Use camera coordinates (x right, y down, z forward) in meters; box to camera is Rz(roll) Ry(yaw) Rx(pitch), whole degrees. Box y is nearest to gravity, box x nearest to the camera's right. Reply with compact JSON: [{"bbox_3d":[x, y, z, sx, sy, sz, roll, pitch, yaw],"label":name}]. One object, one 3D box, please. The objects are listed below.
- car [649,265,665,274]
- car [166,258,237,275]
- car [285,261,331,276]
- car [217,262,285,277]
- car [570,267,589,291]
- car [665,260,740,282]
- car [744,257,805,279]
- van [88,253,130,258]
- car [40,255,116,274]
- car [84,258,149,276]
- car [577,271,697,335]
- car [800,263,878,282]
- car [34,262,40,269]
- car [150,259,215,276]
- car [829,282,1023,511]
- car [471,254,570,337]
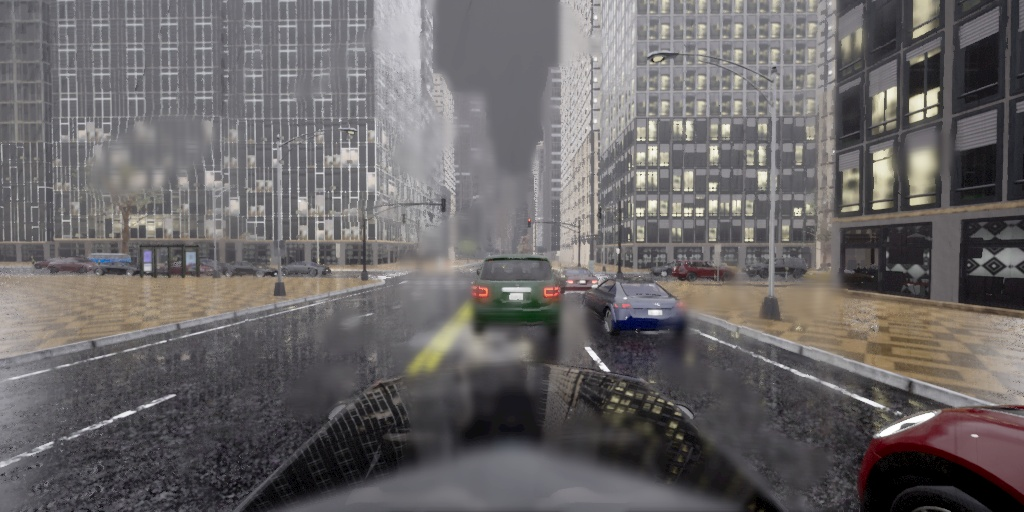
[{"bbox_3d":[16.483,1.363,36.333,4.892,1.490,1.837,0,1,-1],"label":"car"},{"bbox_3d":[-29.370,0.991,33.993,4.902,1.511,2.128,1,1,1],"label":"car"},{"bbox_3d":[-19.401,1.154,33.771,4.181,1.385,1.994,1,1,1],"label":"car"},{"bbox_3d":[-22.673,1.171,31.137,4.313,1.339,1.948,0,0,1],"label":"car"},{"bbox_3d":[3.388,1.286,19.740,2.033,1.411,5.357,0,0,0],"label":"car"},{"bbox_3d":[16.250,1.266,30.533,5.009,1.841,2.192,0,0,1],"label":"car"},{"bbox_3d":[26.560,1.168,36.114,5.566,2.045,2.150,1,1,1],"label":"car"},{"bbox_3d":[-45.212,0.601,40.148,3.998,1.789,1.690,0,0,1],"label":"van"},{"bbox_3d":[-41.433,0.915,34.275,4.674,1.442,1.812,0,1,2],"label":"car"},{"bbox_3d":[-34.037,1.066,31.466,4.313,1.339,1.948,0,0,1],"label":"car"},{"bbox_3d":[3.374,1.309,10.498,1.994,1.385,4.181,0,0,-1],"label":"car"},{"bbox_3d":[27.698,1.575,30.314,4.829,1.417,1.751,0,0,1],"label":"car"},{"bbox_3d":[-50.894,0.789,40.275,4.207,1.307,1.802,0,0,1],"label":"car"},{"bbox_3d":[-28.357,1.135,31.282,4.207,1.307,1.802,0,0,1],"label":"car"},{"bbox_3d":[3.344,1.103,0.454,2.097,1.767,4.553,0,0,0],"label":"car"},{"bbox_3d":[0.117,0.966,10.405,2.150,2.045,5.566,0,0,0],"label":"car"}]
